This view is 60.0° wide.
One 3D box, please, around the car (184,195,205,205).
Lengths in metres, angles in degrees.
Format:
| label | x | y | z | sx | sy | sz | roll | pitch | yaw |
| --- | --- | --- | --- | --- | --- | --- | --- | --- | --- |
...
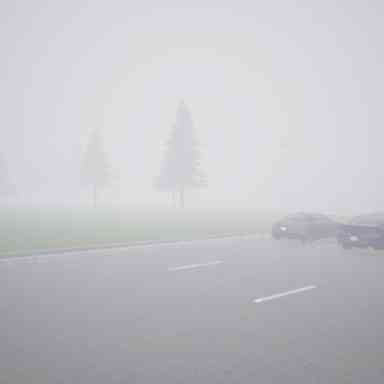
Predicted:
| label | x | y | z | sx | sy | sz | roll | pitch | yaw |
| --- | --- | --- | --- | --- | --- | --- | --- | --- | --- |
| car | 0.333 | 1.589 | 67.598 | 2.150 | 2.045 | 5.566 | 1 | 0 | -36 |

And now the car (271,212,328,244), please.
| label | x | y | z | sx | sy | sz | roll | pitch | yaw |
| --- | --- | --- | --- | --- | --- | --- | --- | --- | --- |
| car | 5.921 | 1.698 | 16.701 | 4.181 | 1.385 | 1.994 | 1 | 0 | -35 |

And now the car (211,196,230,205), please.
| label | x | y | z | sx | sy | sz | roll | pitch | yaw |
| --- | --- | --- | --- | --- | --- | --- | --- | --- | --- |
| car | 6.178 | 1.788 | 71.468 | 2.097 | 1.767 | 4.553 | 1 | 0 | -36 |

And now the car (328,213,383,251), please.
| label | x | y | z | sx | sy | sz | roll | pitch | yaw |
| --- | --- | --- | --- | --- | --- | --- | --- | --- | --- |
| car | 8.112 | 1.614 | 13.961 | 5.008 | 1.535 | 1.882 | 0 | 0 | -35 |
